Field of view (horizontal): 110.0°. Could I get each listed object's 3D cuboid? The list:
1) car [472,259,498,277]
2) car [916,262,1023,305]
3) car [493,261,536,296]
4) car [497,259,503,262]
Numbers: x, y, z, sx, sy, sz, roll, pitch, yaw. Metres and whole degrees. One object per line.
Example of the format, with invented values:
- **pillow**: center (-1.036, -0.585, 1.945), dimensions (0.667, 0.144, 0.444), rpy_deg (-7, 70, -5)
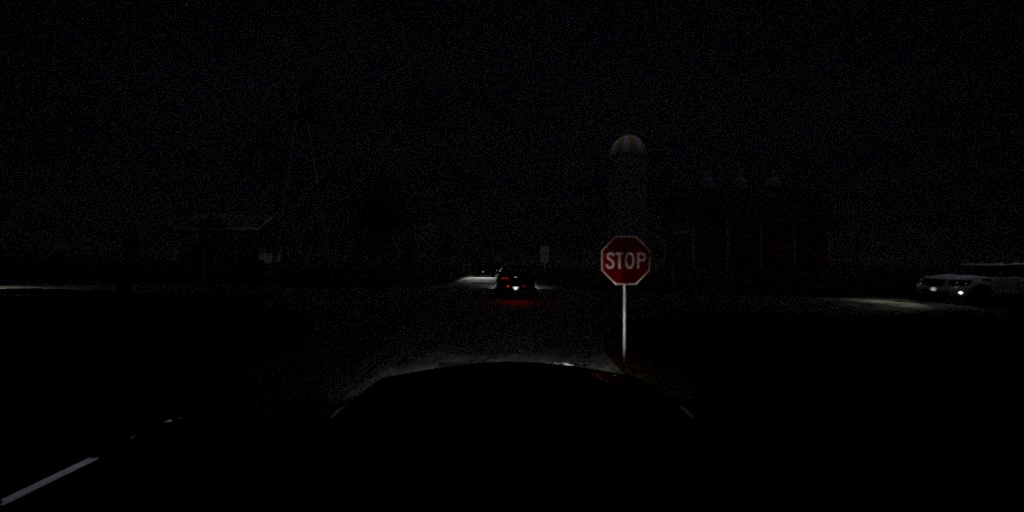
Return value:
- **car**: center (-2.717, 1.297, 35.520), dimensions (1.994, 1.385, 4.181), rpy_deg (0, 0, 0)
- **car**: center (24.211, 1.345, 18.243), dimensions (5.566, 2.045, 2.150), rpy_deg (0, 0, 0)
- **car**: center (0.189, 1.225, 19.107), dimensions (1.837, 1.490, 4.892), rpy_deg (1, 0, 0)
- **car**: center (-2.646, 1.380, 51.652), dimensions (1.895, 1.301, 4.718), rpy_deg (0, 0, 0)
